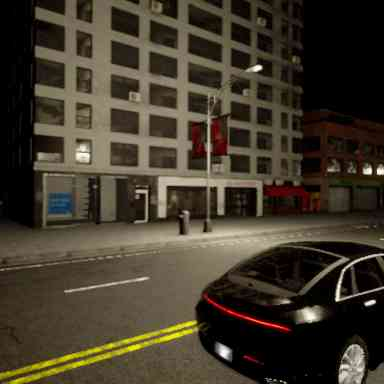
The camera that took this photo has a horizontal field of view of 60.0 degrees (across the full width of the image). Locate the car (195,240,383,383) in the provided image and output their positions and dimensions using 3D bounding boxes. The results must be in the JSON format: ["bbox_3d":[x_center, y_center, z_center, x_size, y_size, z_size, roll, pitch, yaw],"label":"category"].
[{"bbox_3d":[2.319,1.518,5.094,4.892,1.490,1.837,0,0,-36],"label":"car"}]
